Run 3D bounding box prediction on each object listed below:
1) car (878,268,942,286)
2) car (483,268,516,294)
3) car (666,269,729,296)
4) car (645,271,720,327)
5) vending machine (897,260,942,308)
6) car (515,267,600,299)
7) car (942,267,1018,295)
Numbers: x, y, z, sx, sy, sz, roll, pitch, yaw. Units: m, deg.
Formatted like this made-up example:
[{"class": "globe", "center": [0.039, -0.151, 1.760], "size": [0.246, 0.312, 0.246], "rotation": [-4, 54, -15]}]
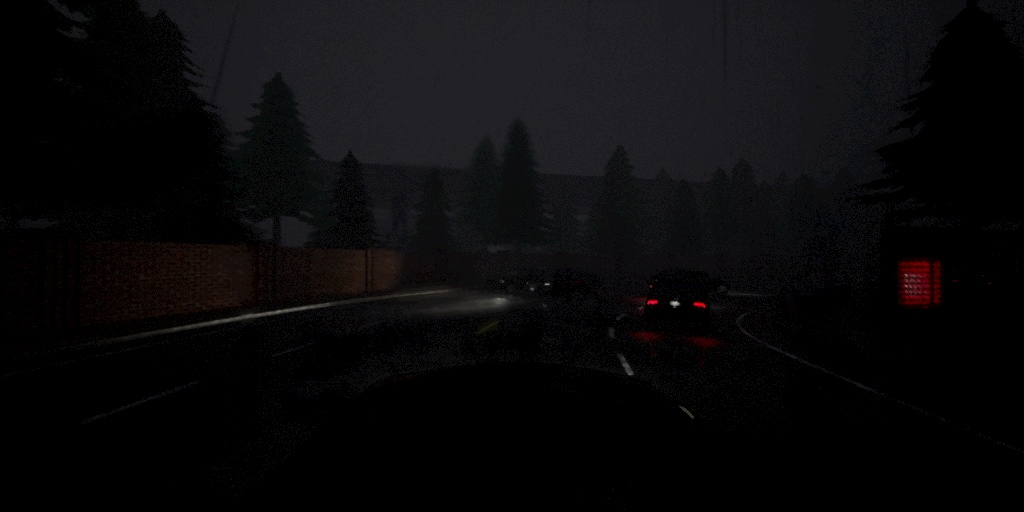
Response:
[{"class": "car", "center": [28.325, 1.557, 25.184], "size": [5.008, 1.535, 1.882], "rotation": [0, -1, -15]}, {"class": "car", "center": [0.499, 1.434, 22.493], "size": [5.008, 1.535, 1.882], "rotation": [1, -1, -41]}, {"class": "car", "center": [9.919, 1.470, 20.080], "size": [4.892, 1.490, 1.837], "rotation": [0, -2, -24]}, {"class": "car", "center": [5.774, 1.422, 12.328], "size": [2.033, 1.411, 5.357], "rotation": [0, -1, 28]}, {"class": "vending machine", "center": [16.565, 1.130, 14.580], "size": [0.880, 2.100, 1.100], "rotation": [0, 0, -15]}, {"class": "car", "center": [2.861, 1.428, 19.657], "size": [4.902, 1.511, 2.128], "rotation": [1, -1, -41]}, {"class": "car", "center": [29.636, 1.599, 21.911], "size": [5.357, 1.411, 2.033], "rotation": [0, -1, -15]}]
